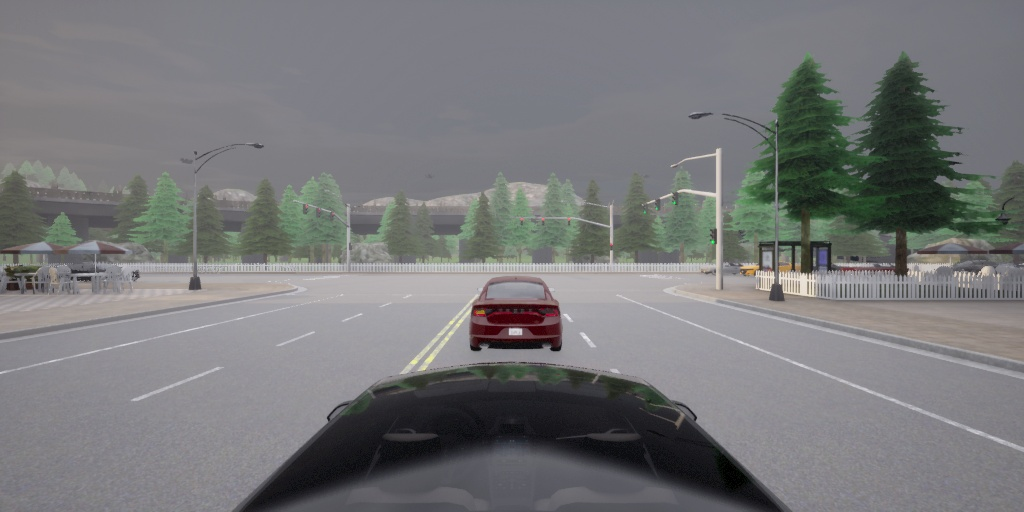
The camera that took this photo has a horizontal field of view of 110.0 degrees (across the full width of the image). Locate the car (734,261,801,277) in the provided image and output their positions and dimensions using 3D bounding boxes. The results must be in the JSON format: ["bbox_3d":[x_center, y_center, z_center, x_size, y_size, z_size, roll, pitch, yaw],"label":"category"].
[{"bbox_3d":[23.818,1.172,33.127,5.008,1.535,1.882,0,0,1],"label":"car"}]

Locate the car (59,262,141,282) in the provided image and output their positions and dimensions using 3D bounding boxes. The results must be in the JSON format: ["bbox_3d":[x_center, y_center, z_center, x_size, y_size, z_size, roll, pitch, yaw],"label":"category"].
[{"bbox_3d":[-30.250,1.172,26.244,5.008,1.535,1.882,0,0,-1],"label":"car"}]

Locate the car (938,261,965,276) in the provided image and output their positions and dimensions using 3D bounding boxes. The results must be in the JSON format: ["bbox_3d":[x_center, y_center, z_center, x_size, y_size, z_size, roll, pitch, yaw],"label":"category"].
[{"bbox_3d":[44.888,1.196,34.986,4.892,1.490,1.837,-1,-1,14],"label":"car"}]

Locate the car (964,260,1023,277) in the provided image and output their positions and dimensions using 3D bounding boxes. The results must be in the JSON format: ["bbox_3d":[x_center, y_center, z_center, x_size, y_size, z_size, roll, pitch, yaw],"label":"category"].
[{"bbox_3d":[43.776,1.258,31.611,4.181,1.385,1.994,0,0,15],"label":"car"}]

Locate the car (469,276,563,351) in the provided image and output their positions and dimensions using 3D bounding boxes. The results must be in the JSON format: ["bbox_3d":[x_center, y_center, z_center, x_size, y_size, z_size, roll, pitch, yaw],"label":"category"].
[{"bbox_3d":[0.103,1.228,9.002,1.882,1.535,5.008,0,0,1],"label":"car"}]

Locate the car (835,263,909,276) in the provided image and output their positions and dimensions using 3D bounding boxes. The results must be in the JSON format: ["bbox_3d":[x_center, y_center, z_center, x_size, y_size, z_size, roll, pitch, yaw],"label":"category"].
[{"bbox_3d":[33.121,1.295,32.935,4.718,1.301,1.895,0,0,2],"label":"car"}]

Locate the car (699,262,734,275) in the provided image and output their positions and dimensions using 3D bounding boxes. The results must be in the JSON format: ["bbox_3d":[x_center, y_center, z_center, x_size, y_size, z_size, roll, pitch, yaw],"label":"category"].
[{"bbox_3d":[21.882,1.295,36.659,4.718,1.301,1.895,0,0,1],"label":"car"}]

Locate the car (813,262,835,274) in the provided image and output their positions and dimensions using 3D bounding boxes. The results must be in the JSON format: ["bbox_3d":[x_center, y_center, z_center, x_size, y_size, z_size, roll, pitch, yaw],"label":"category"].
[{"bbox_3d":[31.051,1.295,36.510,4.718,1.301,1.895,0,0,2],"label":"car"}]
